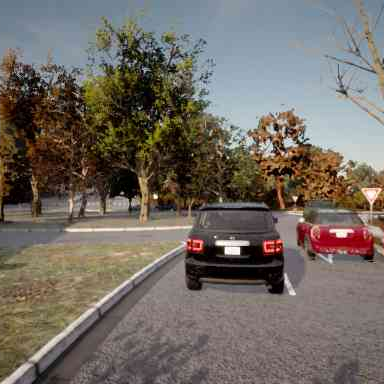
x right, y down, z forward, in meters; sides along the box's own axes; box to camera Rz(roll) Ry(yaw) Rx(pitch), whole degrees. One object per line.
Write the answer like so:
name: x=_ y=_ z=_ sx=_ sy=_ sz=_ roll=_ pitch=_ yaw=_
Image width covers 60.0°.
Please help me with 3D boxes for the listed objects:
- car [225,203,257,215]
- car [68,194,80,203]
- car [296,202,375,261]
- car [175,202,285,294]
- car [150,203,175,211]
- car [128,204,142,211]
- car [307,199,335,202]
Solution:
car: x=7.088 y=2.422 z=48.513 sx=2.128 sy=1.511 sz=4.902 roll=1 pitch=-2 yaw=-29
car: x=-31.236 y=2.001 z=86.943 sx=1.946 sy=1.575 sz=5.366 roll=0 pitch=2 yaw=-11
car: x=5.307 y=1.433 z=12.882 sx=2.097 sy=1.767 sz=4.553 roll=0 pitch=-1 yaw=12
car: x=1.211 y=1.269 z=9.167 sx=2.150 sy=2.045 sz=5.566 roll=0 pitch=-1 yaw=9
car: x=-4.188 y=2.647 z=56.938 sx=4.892 sy=1.490 sz=1.837 roll=-1 pitch=-2 yaw=26
car: x=-8.912 y=2.784 z=60.697 sx=5.357 sy=1.411 sz=2.033 roll=0 pitch=-1 yaw=1
car: x=9.143 y=1.504 z=23.378 sx=2.150 sy=2.045 sz=5.566 roll=-1 pitch=-2 yaw=25
